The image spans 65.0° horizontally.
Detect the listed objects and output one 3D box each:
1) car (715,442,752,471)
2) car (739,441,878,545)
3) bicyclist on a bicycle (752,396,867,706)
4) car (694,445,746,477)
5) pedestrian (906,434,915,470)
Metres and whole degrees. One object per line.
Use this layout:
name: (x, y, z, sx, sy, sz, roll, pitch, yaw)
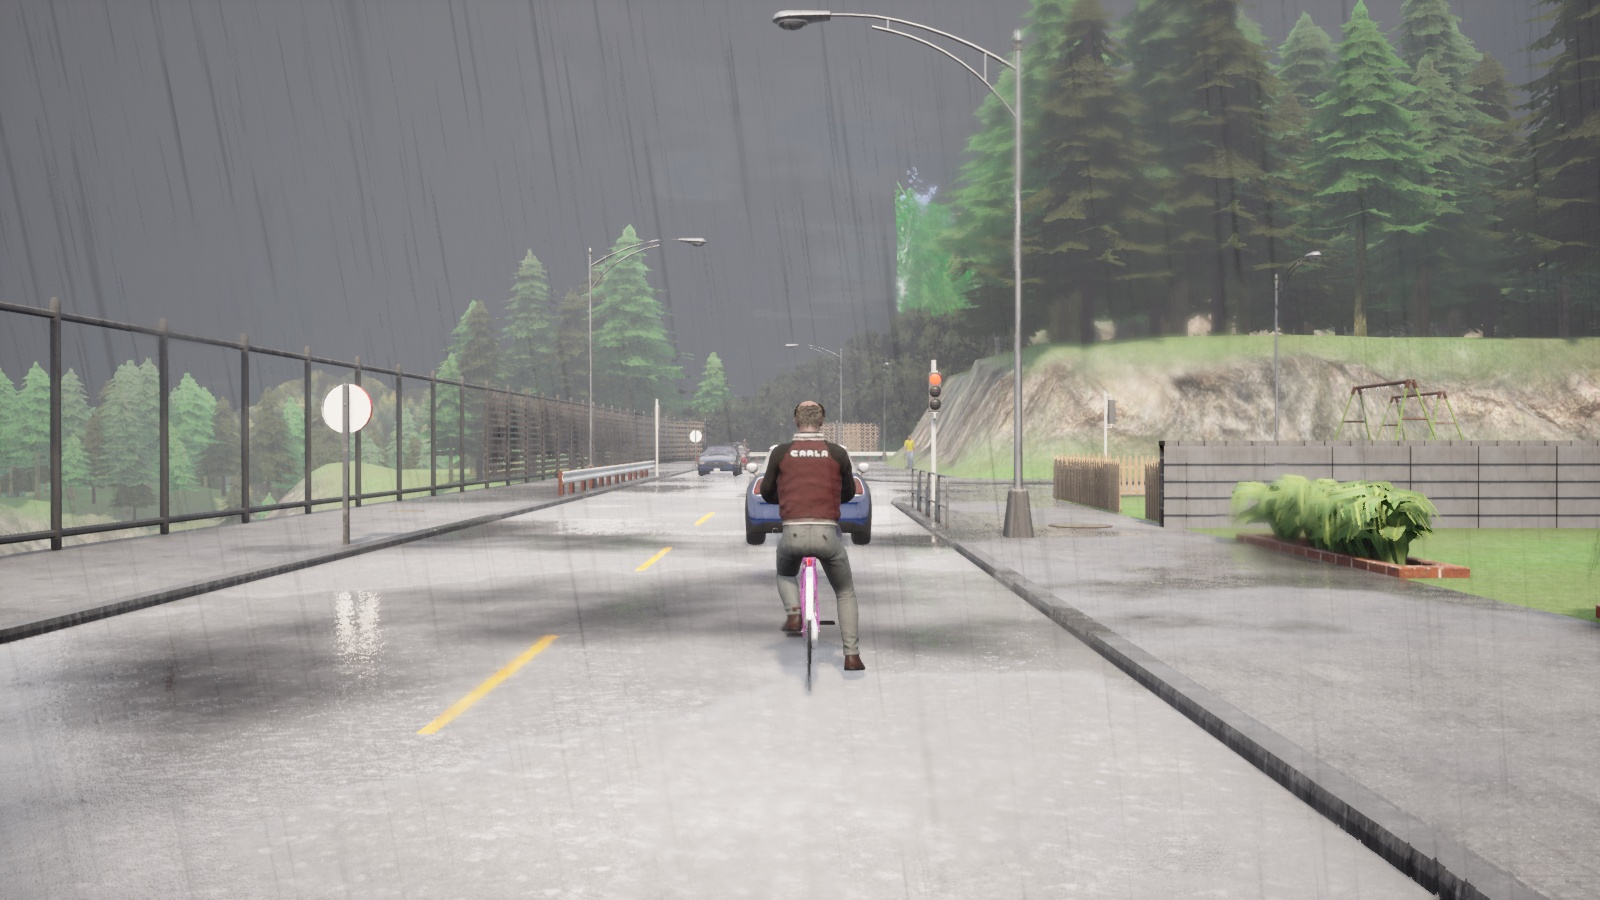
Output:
car: (-3.605, 0.331, 68.834, 1.789, 1.549, 3.705, 0, 1, 0)
car: (0.125, 0.600, 19.747, 1.970, 1.475, 3.806, 0, 0, 0)
bicyclist on a bicycle: (0.060, 0.571, 8.119, 0.659, 1.776, 1.843, 0, 1, 0)
car: (-3.657, 0.463, 58.093, 2.033, 1.411, 5.357, 0, 0, 1)
pedestrian: (5.648, 0.098, 64.232, 0.354, 1.836, 0.706, 0, 0, 0)
